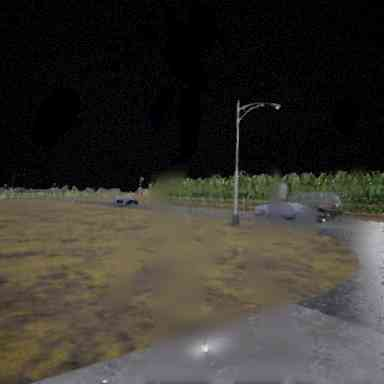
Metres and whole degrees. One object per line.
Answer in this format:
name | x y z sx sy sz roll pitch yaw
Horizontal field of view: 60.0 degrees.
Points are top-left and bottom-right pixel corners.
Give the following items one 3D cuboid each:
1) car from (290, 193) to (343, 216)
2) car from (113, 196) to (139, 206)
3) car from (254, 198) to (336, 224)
car | 8.952 1.095 26.195 2.150 2.045 5.566 2 0 -35
car | -9.011 1.234 45.217 1.895 1.301 4.718 2 -1 -35
car | 6.711 1.354 22.947 2.033 1.411 5.357 2 0 -35
